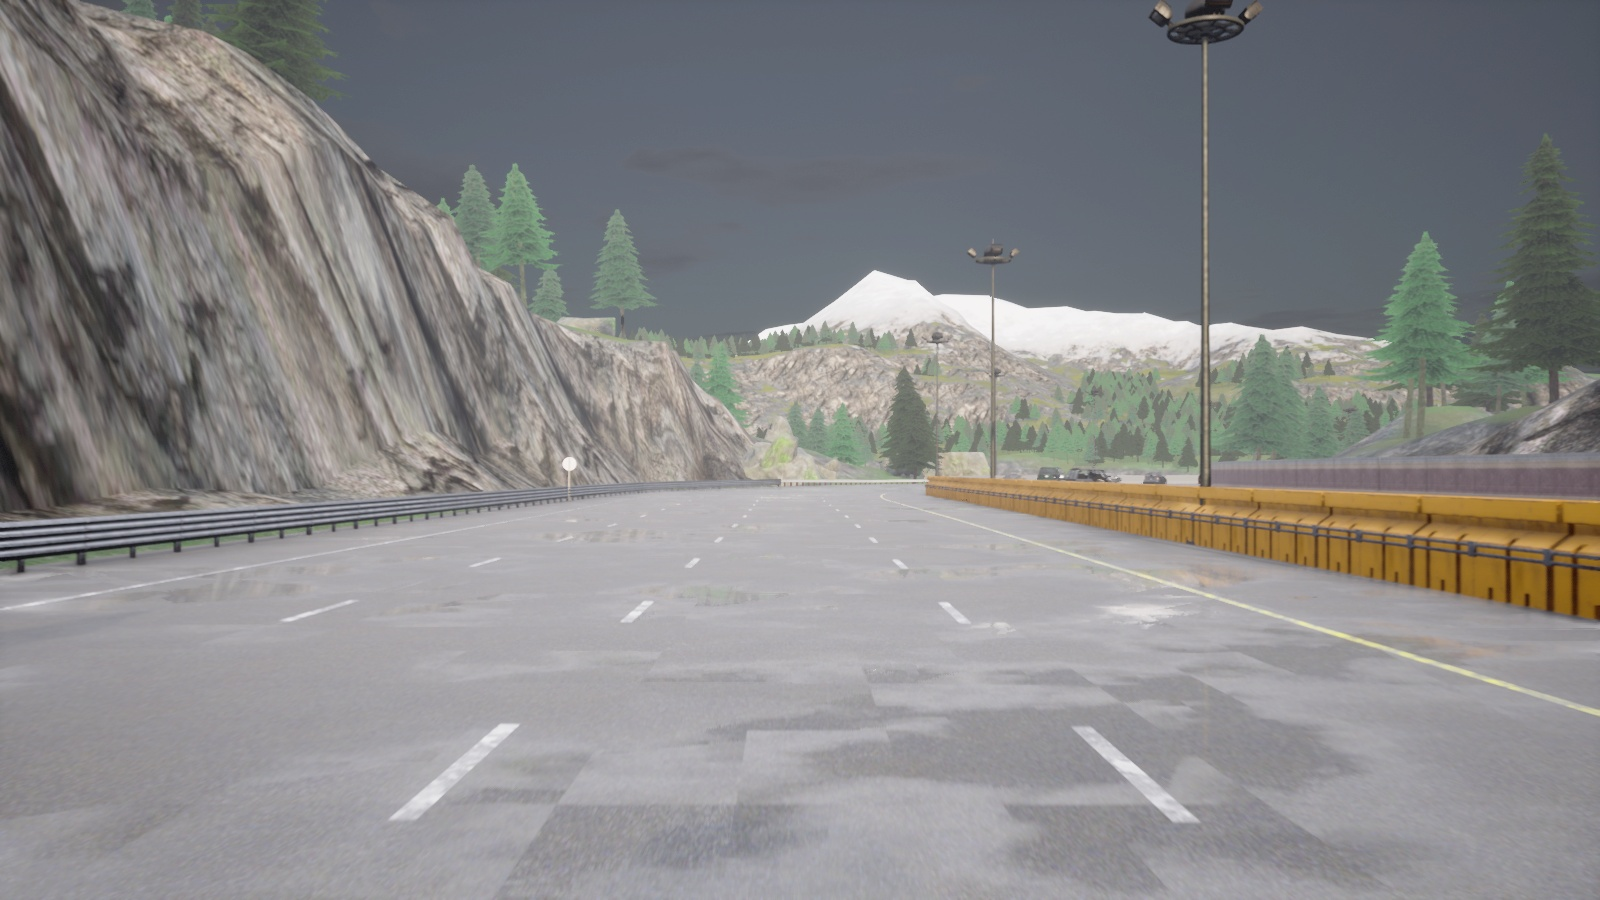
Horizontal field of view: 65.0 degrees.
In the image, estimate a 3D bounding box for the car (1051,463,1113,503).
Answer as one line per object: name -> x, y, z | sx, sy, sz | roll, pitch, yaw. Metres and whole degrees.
car -> 13.613, 1.596, 60.895 | 1.932, 1.855, 4.605 | 0, -1, -1
